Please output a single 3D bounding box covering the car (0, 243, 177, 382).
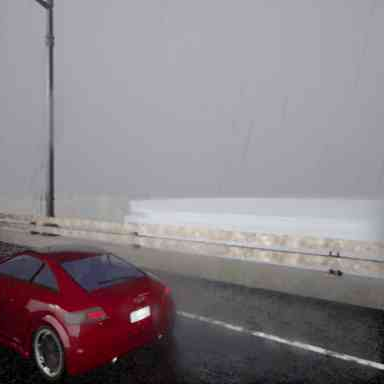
[{"bbox_3d":[-2.302,1.566,5.520,4.181,1.385,1.994,0,0,36],"label":"car"}]
